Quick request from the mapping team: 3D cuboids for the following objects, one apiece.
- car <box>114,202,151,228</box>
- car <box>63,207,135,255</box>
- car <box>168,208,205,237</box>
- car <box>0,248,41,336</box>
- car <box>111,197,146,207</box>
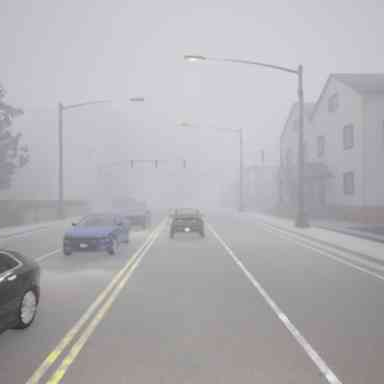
[{"bbox_3d":[-4.097,1.740,24.314,1.882,1.535,5.008,0,-1,-1],"label":"car"},{"bbox_3d":[-3.883,1.642,14.243,1.882,1.535,5.008,0,-1,-1],"label":"car"},{"bbox_3d":[-0.301,1.694,19.441,1.837,1.490,4.892,0,-1,-1],"label":"car"},{"bbox_3d":[-3.661,1.572,4.286,1.837,1.490,4.892,0,-1,-1],"label":"car"},{"bbox_3d":[-9.645,1.771,51.558,5.566,2.045,2.150,-1,-1,0],"label":"car"}]
